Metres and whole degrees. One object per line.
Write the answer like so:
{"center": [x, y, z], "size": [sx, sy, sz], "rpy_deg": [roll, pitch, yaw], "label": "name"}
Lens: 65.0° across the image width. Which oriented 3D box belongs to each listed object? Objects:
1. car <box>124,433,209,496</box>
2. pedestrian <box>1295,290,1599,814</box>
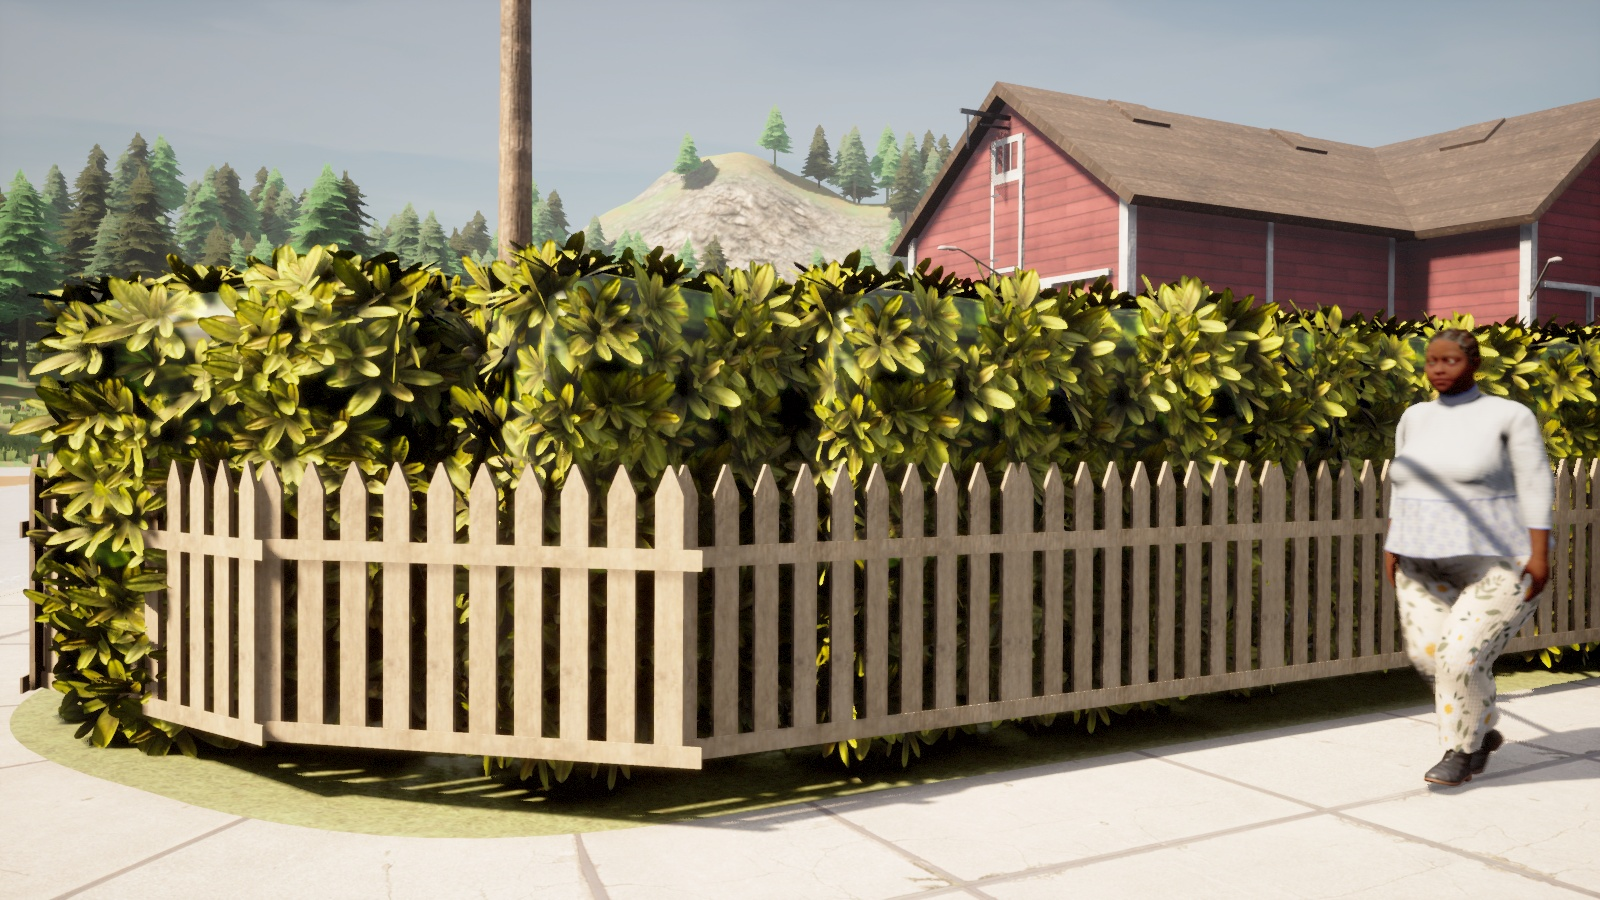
{"center": [-17.424, 0.338, 34.728], "size": [1.801, 1.575, 5.366], "rpy_deg": [-1, 1, -24], "label": "car"}
{"center": [2.668, 0.352, 5.040], "size": [0.900, 1.855, 0.874], "rpy_deg": [-1, 1, -29], "label": "pedestrian"}
